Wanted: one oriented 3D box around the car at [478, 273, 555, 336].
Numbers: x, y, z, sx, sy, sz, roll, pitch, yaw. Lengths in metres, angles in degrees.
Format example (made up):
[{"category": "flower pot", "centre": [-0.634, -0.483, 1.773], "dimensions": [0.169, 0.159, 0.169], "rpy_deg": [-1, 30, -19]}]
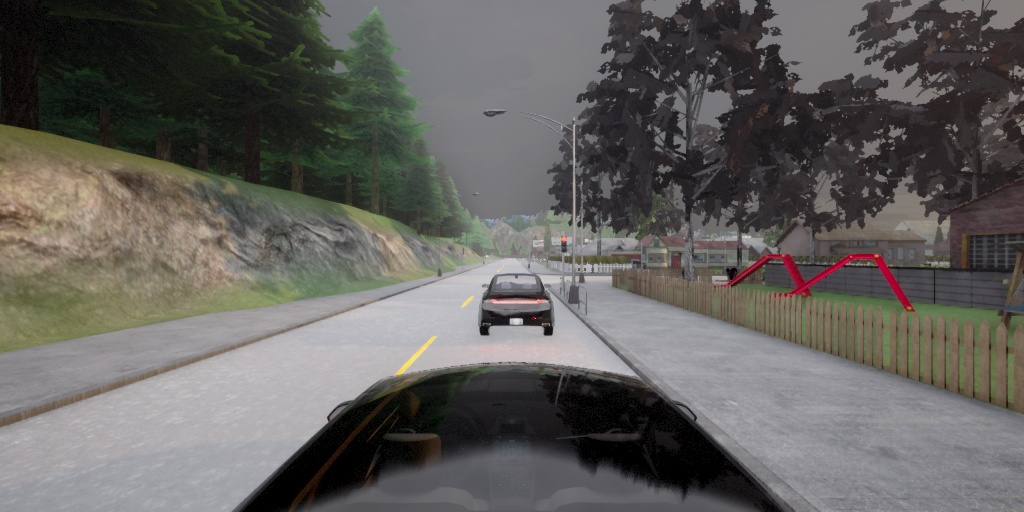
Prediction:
[{"category": "car", "centre": [0.128, 1.242, 10.383], "dimensions": [2.128, 1.511, 4.902], "rpy_deg": [0, 0, 1]}]
